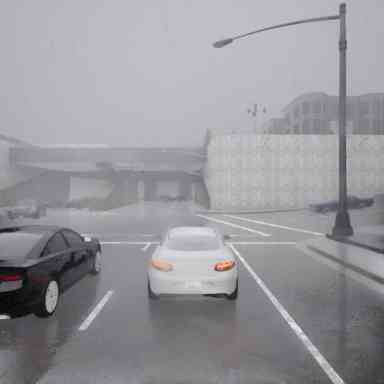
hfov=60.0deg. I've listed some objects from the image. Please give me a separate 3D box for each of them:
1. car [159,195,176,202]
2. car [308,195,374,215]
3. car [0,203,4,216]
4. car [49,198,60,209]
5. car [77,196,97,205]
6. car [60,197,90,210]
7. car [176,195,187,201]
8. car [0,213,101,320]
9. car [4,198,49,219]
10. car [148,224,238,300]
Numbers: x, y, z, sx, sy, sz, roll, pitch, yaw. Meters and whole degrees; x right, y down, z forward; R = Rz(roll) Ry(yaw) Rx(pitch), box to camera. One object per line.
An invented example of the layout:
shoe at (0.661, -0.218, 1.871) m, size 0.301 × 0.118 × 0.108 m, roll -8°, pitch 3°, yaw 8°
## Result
car at (-5.394, 1.553, 74.350) m, size 1.994 × 1.385 × 4.181 m, roll 0°, pitch 0°, yaw 5°
car at (12.034, 1.012, 27.133) m, size 4.718 × 1.301 × 1.895 m, roll -6°, pitch 0°, yaw -1°
car at (-17.516, 1.601, 28.729) m, size 1.895 × 1.301 × 4.718 m, roll 0°, pitch 0°, yaw -10°
car at (-18.732, 1.547, 44.386) m, size 2.033 × 1.411 × 5.357 m, roll 0°, pitch 0°, yaw -2°
car at (-19.255, 1.547, 61.380) m, size 2.033 × 1.411 × 5.357 m, roll 0°, pitch 0°, yaw -1°
car at (-15.200, 1.564, 43.590) m, size 1.994 × 1.385 × 4.181 m, roll 0°, pitch 0°, yaw -2°
car at (-2.916, 1.552, 83.875) m, size 1.994 × 1.385 × 4.181 m, roll 0°, pitch 0°, yaw 27°
car at (-3.480, 1.478, 7.467) m, size 1.882 × 1.535 × 5.008 m, roll 0°, pitch 0°, yaw 0°
car at (-13.654, 1.352, 27.713) m, size 2.097 × 1.767 × 4.553 m, roll 0°, pitch 0°, yaw -14°
car at (0.013, 1.526, 8.268) m, size 1.812 × 1.442 × 4.674 m, roll 0°, pitch 0°, yaw 0°
